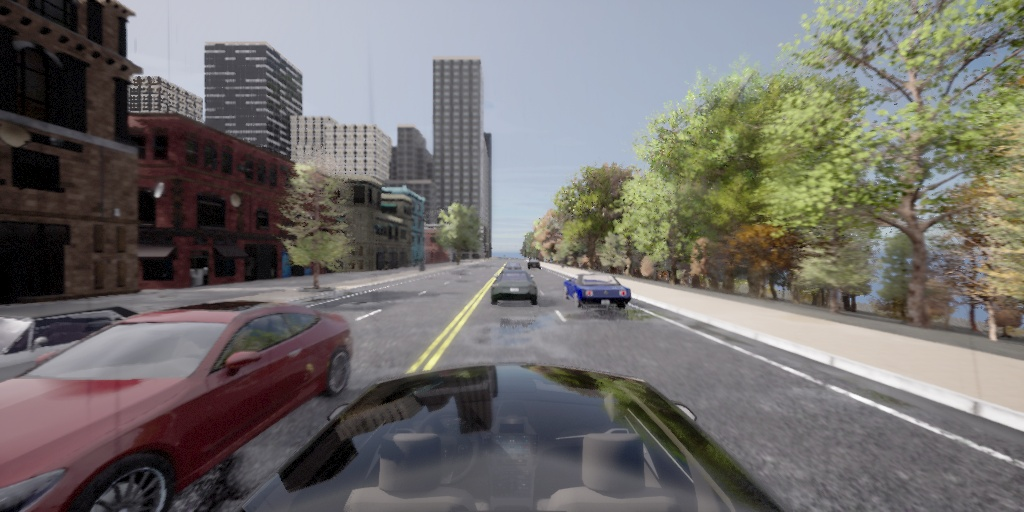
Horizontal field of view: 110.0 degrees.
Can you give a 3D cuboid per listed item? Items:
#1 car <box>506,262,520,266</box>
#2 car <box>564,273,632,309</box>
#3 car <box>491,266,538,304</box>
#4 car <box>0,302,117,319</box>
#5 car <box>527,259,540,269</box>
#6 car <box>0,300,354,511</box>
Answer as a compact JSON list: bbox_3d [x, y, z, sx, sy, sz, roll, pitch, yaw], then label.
[{"bbox_3d":[0.095,1.313,37.894,2.033,1.411,5.357,0,0,0],"label":"car"},{"bbox_3d":[3.349,1.359,15.033,1.895,1.301,4.718,0,0,0],"label":"car"},{"bbox_3d":[0.097,1.322,16.446,1.994,1.385,4.181,0,0,0],"label":"car"},{"bbox_3d":[-6.600,1.352,4.562,1.895,1.301,4.718,0,0,0],"label":"car"},{"bbox_3d":[3.341,1.248,56.056,1.882,1.535,5.008,0,0,0],"label":"car"},{"bbox_3d":[-3.361,1.277,3.849,1.812,1.442,4.674,0,0,0],"label":"car"}]
